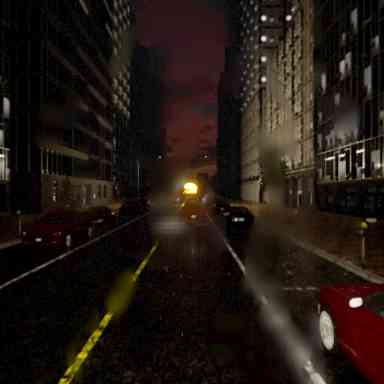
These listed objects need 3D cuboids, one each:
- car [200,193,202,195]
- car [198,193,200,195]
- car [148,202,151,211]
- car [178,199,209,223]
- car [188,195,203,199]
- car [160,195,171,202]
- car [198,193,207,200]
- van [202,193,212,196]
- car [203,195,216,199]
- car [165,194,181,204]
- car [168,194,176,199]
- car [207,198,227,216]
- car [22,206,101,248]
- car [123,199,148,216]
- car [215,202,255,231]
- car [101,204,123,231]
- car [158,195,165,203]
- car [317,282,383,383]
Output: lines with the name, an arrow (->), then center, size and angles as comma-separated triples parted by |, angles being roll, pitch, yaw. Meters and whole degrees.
car -> 2.696, 1.334, 54.403 | 1.967, 1.590, 4.097 | 0, 0, 0
car -> 2.698, 1.145, 77.171 | 2.192, 1.841, 5.009 | 0, 0, 0
car -> -5.686, 1.500, 37.335 | 1.947, 1.339, 4.313 | 0, 0, 0
car -> 0.098, 1.485, 24.768 | 1.812, 1.442, 4.674 | 0, 0, 0
car -> 0.103, 1.431, 41.599 | 1.837, 1.490, 4.892 | 0, 1, 0
car -> -5.684, 1.397, 71.492 | 2.008, 1.369, 4.403 | 0, 0, 0
car -> 2.699, 1.110, 88.556 | 2.192, 1.841, 5.009 | 0, 0, 0
van -> 2.696, 1.250, 48.712 | 1.690, 1.788, 3.998 | 0, 0, 0
car -> 2.695, 1.488, 43.018 | 1.947, 1.339, 4.313 | 0, 0, 0
car -> -3.050, 1.235, 58.573 | 2.097, 1.767, 4.553 | 0, 0, 0
car -> -5.682, 1.327, 94.261 | 2.008, 1.369, 4.403 | 0, 0, 0
car -> 2.694, 1.512, 31.634 | 1.947, 1.339, 4.313 | 0, 0, 0
car -> -5.687, 1.523, 14.564 | 1.887, 1.381, 4.507 | 0, 0, 0
car -> -5.686, 1.491, 31.642 | 1.887, 1.381, 4.507 | 0, 0, 0
car -> 2.693, 1.534, 20.250 | 1.947, 1.339, 4.313 | 0, 0, 0
car -> -5.687, 1.550, 20.258 | 1.802, 1.307, 4.206 | 0, 0, 0
car -> -5.684, 1.389, 65.628 | 1.752, 1.417, 4.829 | 0, 0, 0
car -> 2.692, 1.541, 3.173 | 1.887, 1.381, 4.507 | 0, 0, 0
